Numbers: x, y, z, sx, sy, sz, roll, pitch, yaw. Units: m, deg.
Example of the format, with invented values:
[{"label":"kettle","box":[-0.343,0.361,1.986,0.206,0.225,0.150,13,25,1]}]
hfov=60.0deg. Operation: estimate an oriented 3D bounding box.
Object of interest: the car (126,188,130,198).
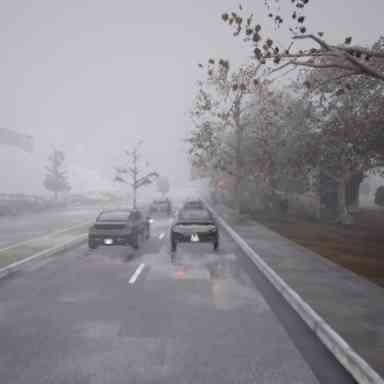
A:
[{"label":"car","box":[-16.839,0.544,71.091,5.566,2.045,2.435,-1,1,-20]}]

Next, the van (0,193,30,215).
[{"label":"van","box":[-16.959,1.066,29.067,4.442,1.987,1.878,-1,1,-20]}]

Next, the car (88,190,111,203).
[{"label":"car","box":[-16.996,1.017,56.023,5.366,1.575,1.946,-1,1,-20]}]

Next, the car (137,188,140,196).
[{"label":"car","box":[-16.790,0.453,86.116,5.008,1.535,2.097,-1,2,-20]}]

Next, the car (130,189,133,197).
[{"label":"car","box":[-16.807,0.713,77.119,4.674,1.452,2.002,-1,1,-20]}]

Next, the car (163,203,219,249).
[{"label":"car","box":[0.104,1.429,14.176,2.128,1.511,4.902,0,0,0]}]

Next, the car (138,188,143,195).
[{"label":"car","box":[-16.765,0.326,92.131,4.792,1.488,2.163,-1,1,-20]}]

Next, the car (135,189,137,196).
[{"label":"car","box":[-16.802,0.569,83.117,4.674,1.452,2.002,-1,1,-20]}]

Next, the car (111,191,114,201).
[{"label":"car","box":[-16.826,1.021,59.096,4.674,1.452,2.002,-1,0,-20]}]

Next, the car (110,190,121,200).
[{"label":"car","box":[-16.796,0.693,62.112,5.566,2.045,2.435,-1,0,-20]}]

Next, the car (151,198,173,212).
[{"label":"car","box":[-2.891,1.263,31.625,2.128,1.511,4.902,0,1,0]}]

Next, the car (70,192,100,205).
[{"label":"car","box":[-16.804,1.109,50.100,4.792,1.488,2.163,-1,0,-20]}]

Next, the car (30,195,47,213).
[{"label":"car","box":[-16.817,1.134,32.102,4.553,1.767,2.185,-1,1,-20]}]

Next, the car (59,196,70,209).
[{"label":"car","box":[-16.814,1.229,38.095,4.792,1.488,2.163,-1,0,-20]}]

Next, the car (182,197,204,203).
[{"label":"car","box":[0.108,1.275,31.699,1.837,1.490,4.892,0,1,0]}]

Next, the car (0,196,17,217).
[{"label":"car","box":[-16.844,1.320,26.129,4.892,1.521,2.231,-1,1,-20]}]

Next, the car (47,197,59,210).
[{"label":"car","box":[-16.838,1.270,35.076,4.674,1.452,2.002,-1,1,-20]}]

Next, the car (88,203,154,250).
[{"label":"car","box":[-2.895,1.444,13.953,1.837,1.490,4.892,0,0,0]}]

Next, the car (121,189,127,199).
[{"label":"car","box":[-16.641,0.842,68.168,5.366,1.575,1.946,-1,1,-20]}]

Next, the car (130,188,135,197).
[{"label":"car","box":[-16.834,0.476,80.104,4.553,1.767,2.185,-1,1,-20]}]
